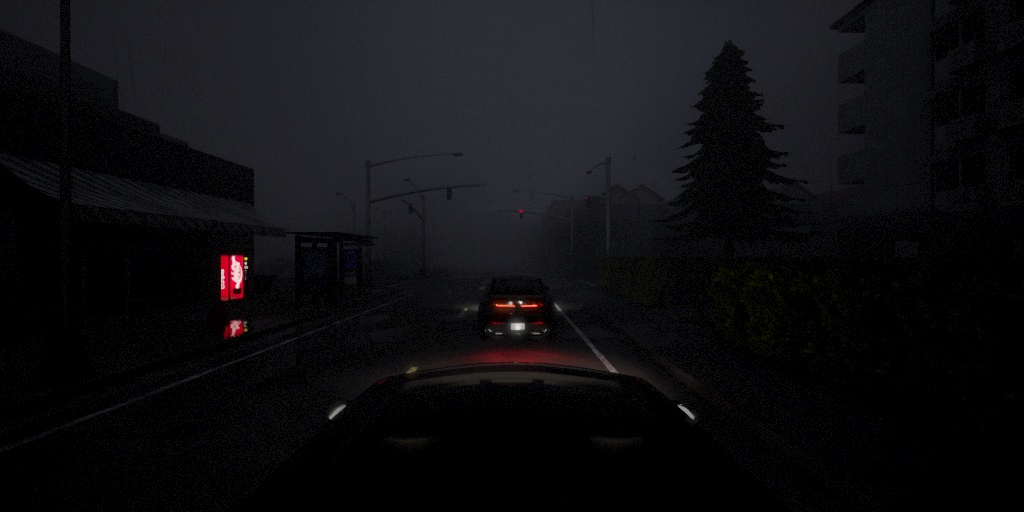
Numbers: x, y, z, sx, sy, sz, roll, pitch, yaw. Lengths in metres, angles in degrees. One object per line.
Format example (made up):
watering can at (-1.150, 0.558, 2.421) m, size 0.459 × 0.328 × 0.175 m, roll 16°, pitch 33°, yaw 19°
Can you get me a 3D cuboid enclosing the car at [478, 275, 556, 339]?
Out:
car at (0.118, 1.255, 10.050) m, size 1.837 × 1.490 × 4.892 m, roll 0°, pitch 0°, yaw 0°
